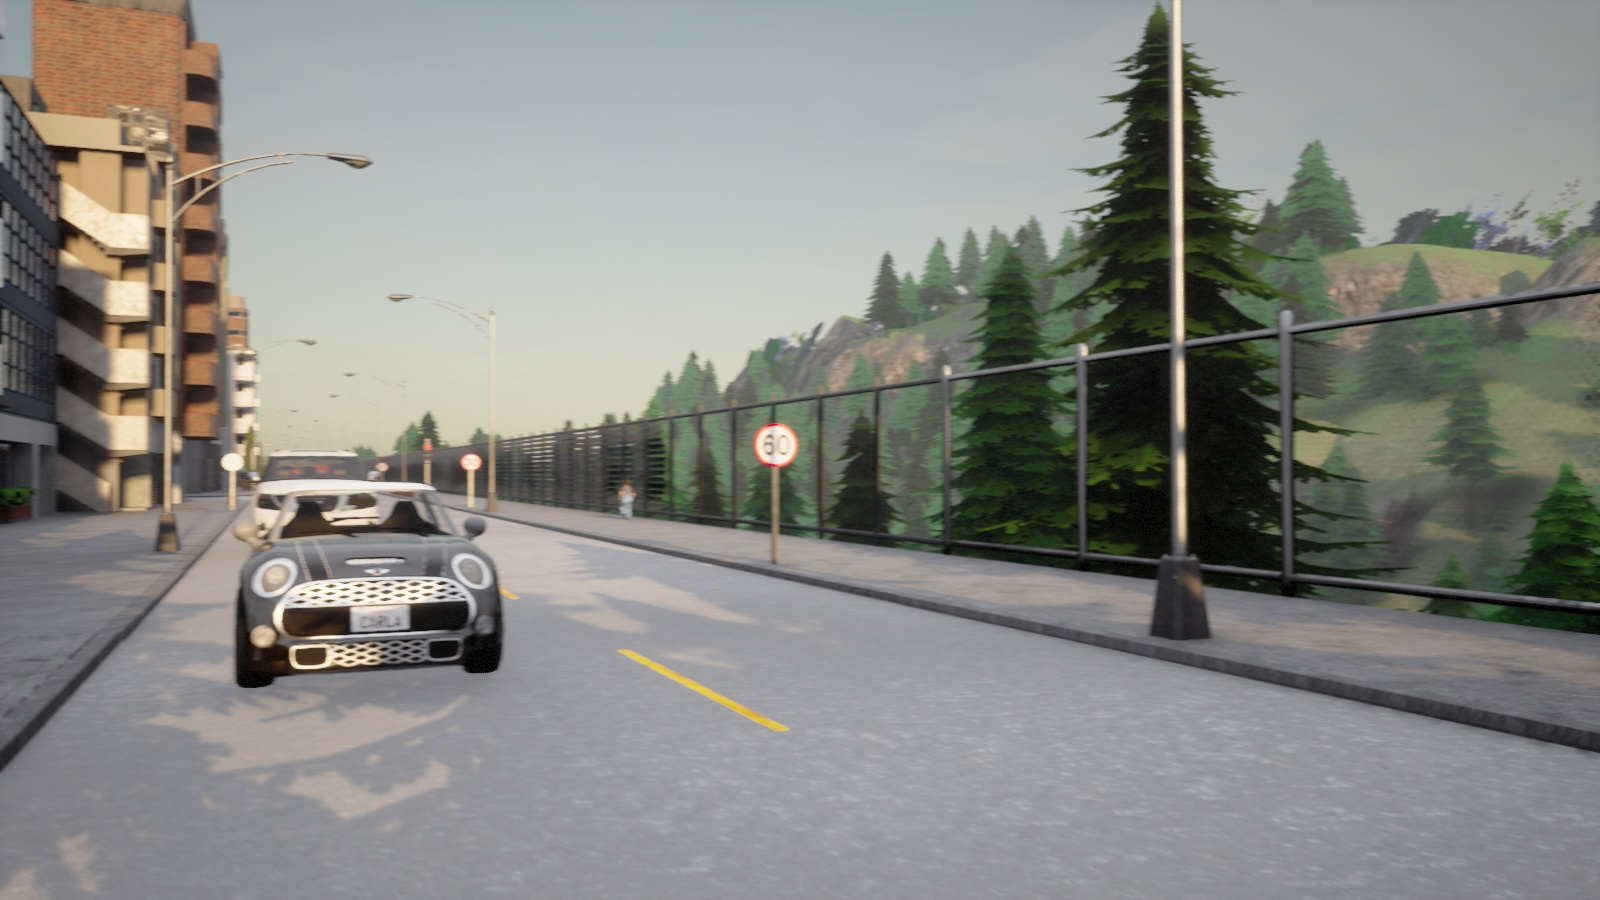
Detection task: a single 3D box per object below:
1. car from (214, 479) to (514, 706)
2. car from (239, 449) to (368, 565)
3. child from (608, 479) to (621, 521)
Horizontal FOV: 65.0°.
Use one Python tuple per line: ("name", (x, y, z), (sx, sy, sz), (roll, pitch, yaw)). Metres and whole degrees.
("car", (-3.740, 0.998, 10.501), (1.970, 1.475, 3.806), (0, -1, -23))
("car", (-10.002, 1.067, 25.155), (2.150, 2.045, 5.566), (0, -1, -23))
("child", (-5.649, 1.516, 38.245), (0.270, 1.263, 0.437), (0, -1, -25))
